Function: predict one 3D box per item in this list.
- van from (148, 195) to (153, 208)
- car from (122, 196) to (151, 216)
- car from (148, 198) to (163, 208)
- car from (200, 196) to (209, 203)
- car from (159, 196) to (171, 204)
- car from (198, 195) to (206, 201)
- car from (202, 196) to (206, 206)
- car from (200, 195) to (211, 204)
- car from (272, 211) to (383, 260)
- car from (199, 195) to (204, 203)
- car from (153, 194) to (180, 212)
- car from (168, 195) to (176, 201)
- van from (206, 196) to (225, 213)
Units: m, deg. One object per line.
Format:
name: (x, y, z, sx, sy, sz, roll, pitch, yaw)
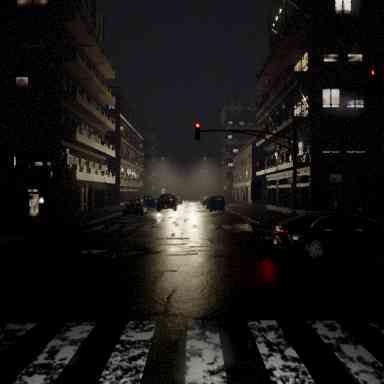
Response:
van: (-5.372, 1.325, 43.046, 1.690, 1.788, 3.998, 0, 0, 0)
car: (-5.416, 1.429, 31.882, 1.967, 1.590, 4.097, 0, 0, 0)
car: (-5.321, 1.564, 48.627, 1.802, 1.307, 4.206, 0, 0, 0)
car: (2.627, 1.513, 70.946, 1.887, 1.381, 4.507, 0, 0, 0)
car: (-5.259, 1.518, 65.371, 1.887, 1.381, 4.507, 0, 0, 0)
car: (2.641, 1.519, 87.690, 1.947, 1.339, 4.313, 0, 0, 0)
car: (2.697, 1.529, 43.040, 1.887, 1.381, 4.507, 0, 0, 0)
car: (2.622, 1.413, 65.364, 1.967, 1.590, 4.097, 0, 0, 0)
car: (5.268, 1.422, 11.431, 4.892, 1.490, 1.837, -1, 0, 0)
car: (2.614, 1.545, 54.202, 1.947, 1.339, 4.313, 0, 0, 0)
car: (-2.816, 1.211, 38.126, 2.150, 2.045, 5.566, 0, 0, 0)
car: (-5.240, 1.504, 87.697, 2.008, 1.369, 4.403, 0, 0, 0)
van: (2.727, 1.328, 36.836, 1.690, 1.788, 3.998, 0, 0, 0)
